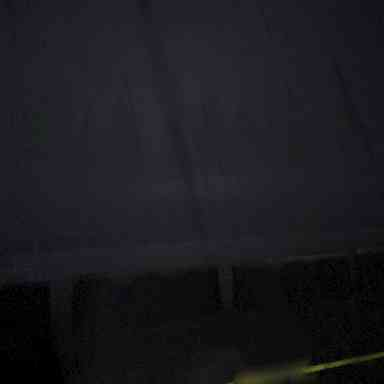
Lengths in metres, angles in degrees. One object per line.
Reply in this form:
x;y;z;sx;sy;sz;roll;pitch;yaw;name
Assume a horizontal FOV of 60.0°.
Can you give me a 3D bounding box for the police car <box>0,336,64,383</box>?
-3.854;1.819;2.634;5.238;1.638;1.930;-1;-4;-17;police car
